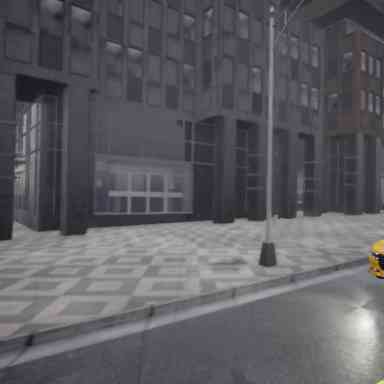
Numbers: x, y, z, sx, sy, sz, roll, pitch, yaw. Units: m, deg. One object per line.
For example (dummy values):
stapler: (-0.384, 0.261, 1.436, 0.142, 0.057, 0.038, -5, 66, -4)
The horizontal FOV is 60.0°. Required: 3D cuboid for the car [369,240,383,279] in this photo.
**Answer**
car: (6.676, 1.469, 8.877, 5.008, 1.535, 1.882, 0, 0, -35)
